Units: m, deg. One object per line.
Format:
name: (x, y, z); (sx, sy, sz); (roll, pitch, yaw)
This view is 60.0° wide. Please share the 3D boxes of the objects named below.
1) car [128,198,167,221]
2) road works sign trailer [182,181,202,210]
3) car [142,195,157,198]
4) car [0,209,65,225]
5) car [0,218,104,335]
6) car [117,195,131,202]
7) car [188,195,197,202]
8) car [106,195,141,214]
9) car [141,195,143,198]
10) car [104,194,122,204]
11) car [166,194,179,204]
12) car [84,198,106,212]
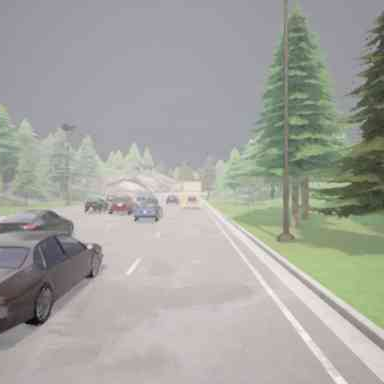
car: (-3.387, 1.491, 26.500); (2.033, 1.411, 5.357); (0, 0, 0)
road works sign trailer: (0.022, 0.375, 41.266); (2.380, 3.560, 2.880); (0, 0, 0)
car: (-6.968, 1.381, 58.207); (1.837, 1.490, 4.892); (0, 0, 0)
car: (-6.892, 1.494, 14.899); (1.812, 1.442, 4.674); (0, 0, 0)
car: (-3.396, 1.533, 6.988); (2.033, 1.411, 5.357); (0, 0, 0)
car: (-13.964, 1.287, 68.549); (1.812, 1.442, 4.674); (0, 0, 0)
car: (0.036, 1.316, 68.542); (2.033, 1.411, 5.357); (0, 0, 0)
car: (-6.882, 1.281, 33.813); (2.097, 1.767, 4.553); (0, 0, 0)
car: (-10.463, 1.329, 69.797); (1.882, 1.535, 5.008); (0, 0, 0)
car: (-13.969, 1.227, 58.935); (2.097, 1.767, 4.553); (0, 0, 0)
car: (-3.469, 1.226, 58.929); (2.097, 1.767, 4.553); (0, 0, 0)
car: (-10.381, 1.427, 36.677); (1.837, 1.490, 4.892); (0, 0, 0)
